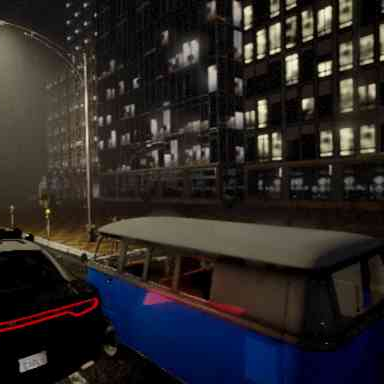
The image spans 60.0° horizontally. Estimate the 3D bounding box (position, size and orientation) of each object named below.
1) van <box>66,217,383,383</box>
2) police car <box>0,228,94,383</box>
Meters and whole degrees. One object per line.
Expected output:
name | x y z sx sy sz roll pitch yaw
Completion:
van | 0.173 1.256 3.937 1.690 1.788 3.998 -3 2 -42
police car | -3.227 1.406 5.065 1.930 1.638 5.238 -2 1 -42
